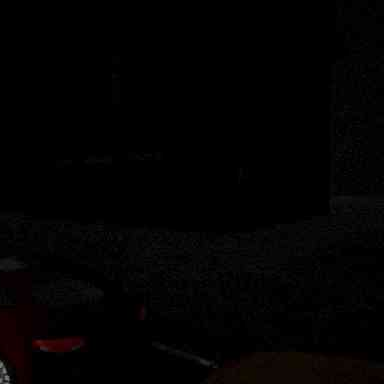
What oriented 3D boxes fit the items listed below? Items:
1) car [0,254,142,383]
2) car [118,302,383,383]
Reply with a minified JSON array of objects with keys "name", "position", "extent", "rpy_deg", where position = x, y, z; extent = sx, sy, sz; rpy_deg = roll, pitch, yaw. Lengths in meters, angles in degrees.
[{"name":"car","position":[-2.424,1.564,4.688],"extent":[4.206,1.307,1.802],"rpy_deg":[0,0,35]},{"name":"car","position":[1.998,1.529,1.534],"extent":[4.829,1.417,1.752],"rpy_deg":[0,0,35]}]
